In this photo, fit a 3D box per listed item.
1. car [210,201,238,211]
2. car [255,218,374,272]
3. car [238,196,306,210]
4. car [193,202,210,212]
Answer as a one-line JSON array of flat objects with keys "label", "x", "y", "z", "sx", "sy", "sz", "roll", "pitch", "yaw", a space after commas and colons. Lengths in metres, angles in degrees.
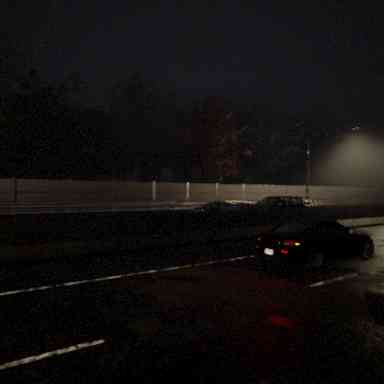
[{"label": "car", "x": 4.107, "y": 1.638, "z": 28.399, "sx": 4.674, "sy": 1.442, "sz": 1.812, "roll": 0, "pitch": 0, "yaw": -36}, {"label": "car", "x": 4.113, "y": 1.578, "z": 10.989, "sx": 4.674, "sy": 1.442, "sz": 1.812, "roll": 0, "pitch": 0, "yaw": -35}, {"label": "car", "x": 6.538, "y": 1.337, "z": 25.852, "sx": 5.566, "sy": 2.045, "sz": 2.150, "roll": 0, "pitch": 0, "yaw": -35}, {"label": "car", "x": 2.292, "y": 1.619, "z": 31.420, "sx": 4.892, "sy": 1.490, "sz": 1.837, "roll": 0, "pitch": 0, "yaw": -35}]
